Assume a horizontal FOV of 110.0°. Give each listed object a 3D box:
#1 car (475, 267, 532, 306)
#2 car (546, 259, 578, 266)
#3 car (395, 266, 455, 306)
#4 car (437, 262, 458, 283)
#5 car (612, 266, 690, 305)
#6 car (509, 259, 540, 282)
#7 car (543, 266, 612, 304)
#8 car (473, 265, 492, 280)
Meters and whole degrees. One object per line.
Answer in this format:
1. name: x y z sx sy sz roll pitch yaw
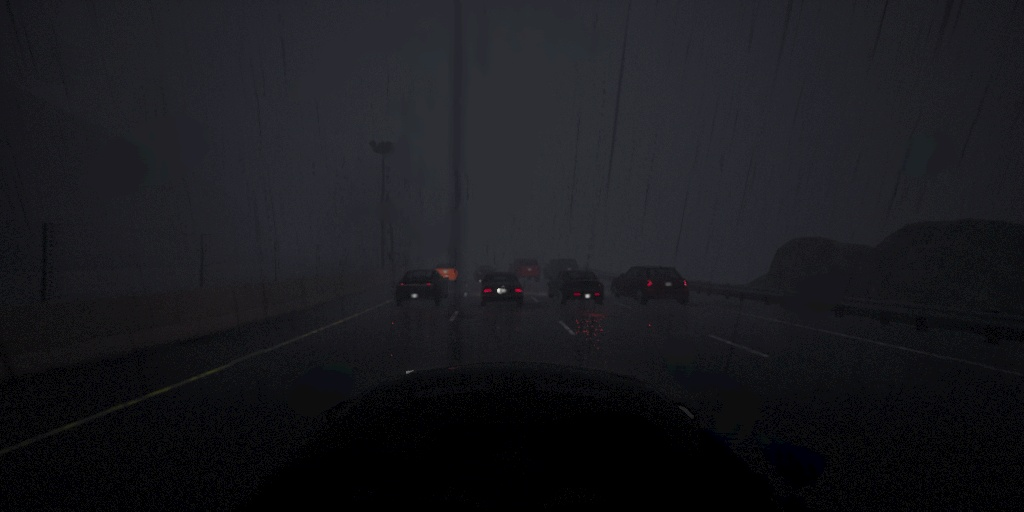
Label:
1. car: -0.537 1.436 16.607 2.033 1.411 5.357 0 -1 -4
2. car: 4.521 1.258 33.343 2.150 2.045 5.566 0 0 -9
3. car: -4.049 1.382 16.639 2.128 1.511 4.902 0 0 -4
4. car: -5.859 1.381 31.760 2.097 1.767 4.553 0 -1 -9
5. car: 6.436 1.242 17.232 2.097 1.767 4.553 0 -1 -4
6. car: 1.066 1.254 32.784 2.150 2.045 5.566 0 0 -9
7. car: 2.929 1.400 17.192 1.837 1.490 4.892 0 0 -4
8. car: -2.454 1.563 32.630 1.812 1.442 4.674 0 0 -9
